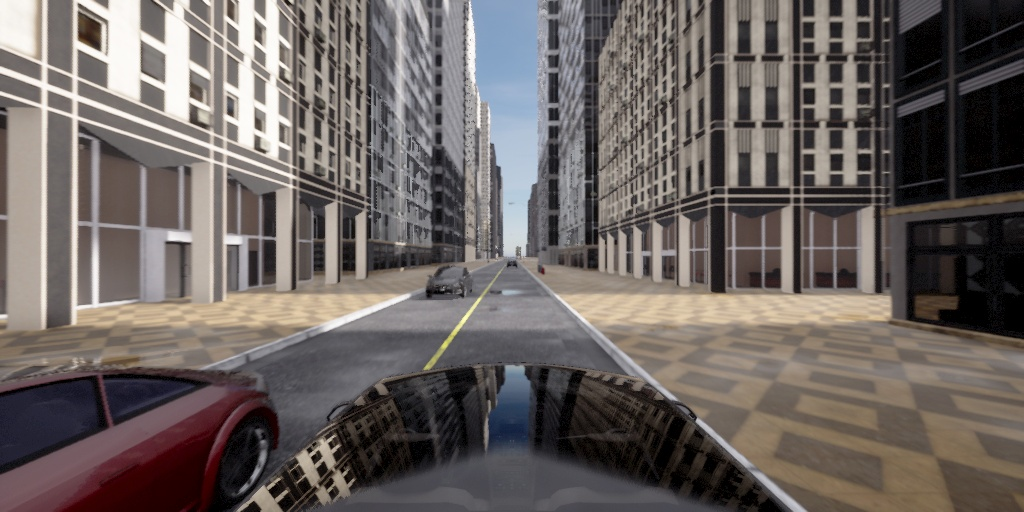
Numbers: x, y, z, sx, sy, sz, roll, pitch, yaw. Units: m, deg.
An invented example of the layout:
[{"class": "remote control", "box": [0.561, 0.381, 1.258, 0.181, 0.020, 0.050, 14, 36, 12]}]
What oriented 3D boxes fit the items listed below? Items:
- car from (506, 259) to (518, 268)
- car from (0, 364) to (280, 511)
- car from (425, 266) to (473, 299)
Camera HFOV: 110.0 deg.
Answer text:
[{"class": "car", "box": [0.009, 1.263, 60.480, 1.837, 1.490, 4.892, 0, 0, 0]}, {"class": "car", "box": [-3.093, 1.314, 1.531, 1.994, 1.385, 4.181, 0, 0, 0]}, {"class": "car", "box": [-3.075, 1.260, 18.340, 1.837, 1.490, 4.892, 0, 0, 0]}]
